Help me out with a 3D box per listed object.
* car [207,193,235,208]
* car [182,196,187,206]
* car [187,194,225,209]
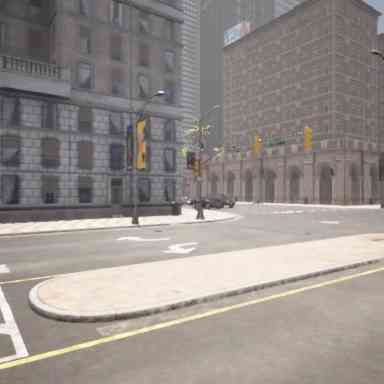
[{"bbox_3d":[3.785,1.217,47.893,2.150,2.045,5.566,0,0,-35],"label":"car"},{"bbox_3d":[-1.850,1.487,56.201,2.128,1.511,4.902,0,0,-34],"label":"car"},{"bbox_3d":[1.812,1.474,44.620,1.882,1.535,5.008,0,0,-35],"label":"car"}]
